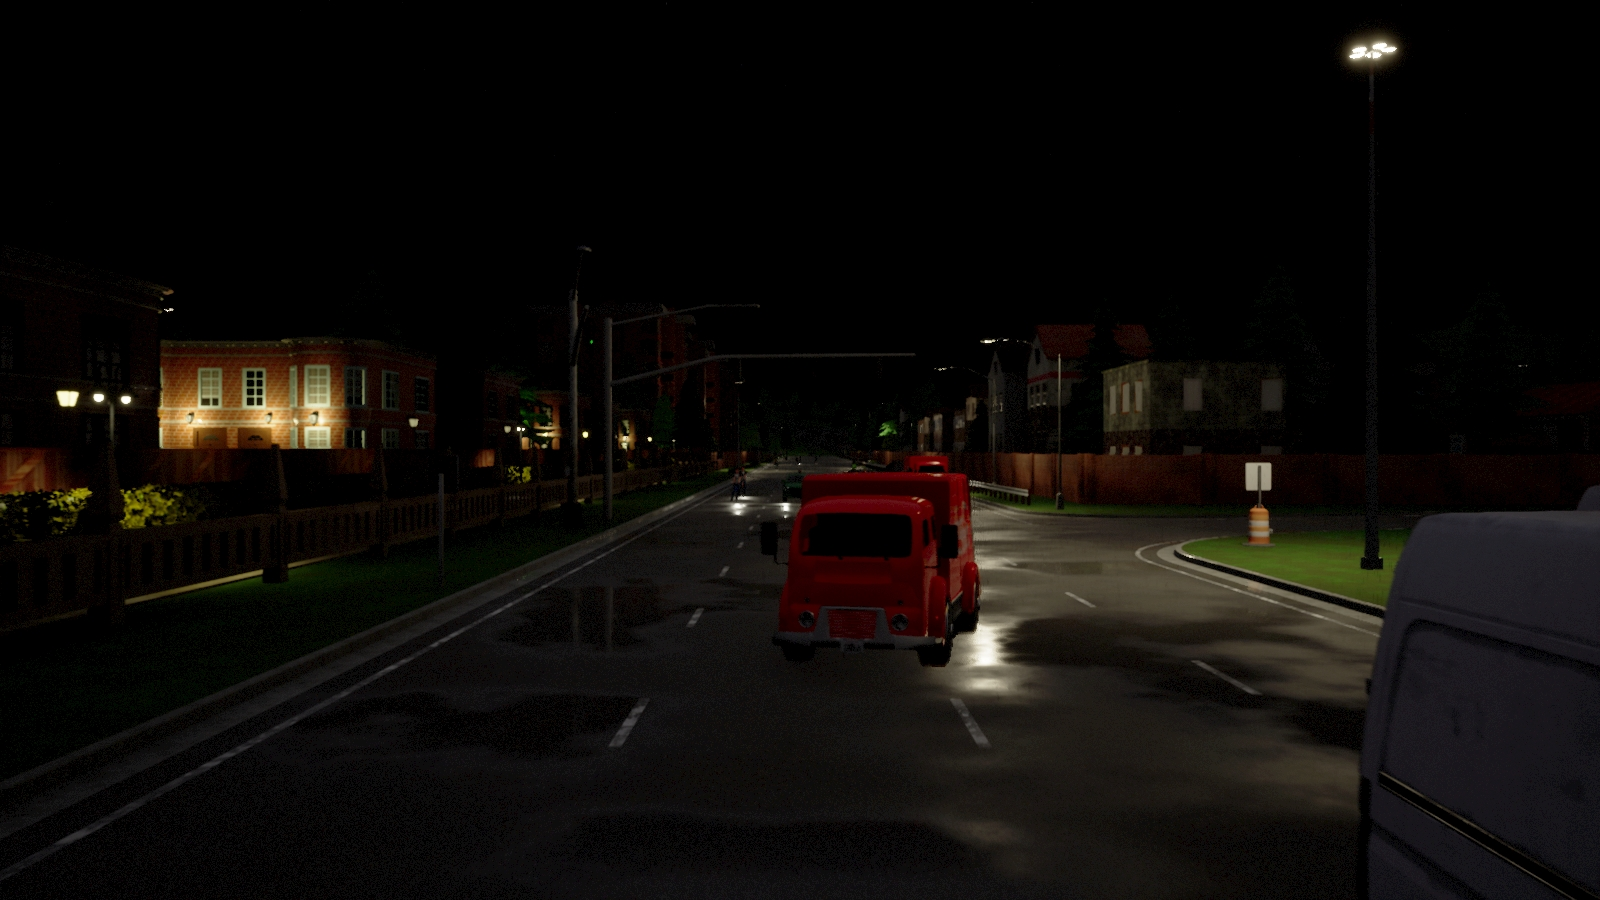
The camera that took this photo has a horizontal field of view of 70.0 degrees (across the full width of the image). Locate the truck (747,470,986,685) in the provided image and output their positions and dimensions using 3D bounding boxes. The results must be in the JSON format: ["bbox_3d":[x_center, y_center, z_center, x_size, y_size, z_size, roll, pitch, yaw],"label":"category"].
[{"bbox_3d":[1.197,1.572,16.451,2.627,2.467,5.204,0,0,13],"label":"truck"}]

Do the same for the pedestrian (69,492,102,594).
[{"bbox_3d":[-13.179,1.703,21.088,0.375,1.860,0.375,0,0,0],"label":"pedestrian"}]

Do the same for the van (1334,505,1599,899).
[{"bbox_3d":[3.504,1.535,2.412,1.988,2.561,5.915,0,0,0],"label":"van"}]
